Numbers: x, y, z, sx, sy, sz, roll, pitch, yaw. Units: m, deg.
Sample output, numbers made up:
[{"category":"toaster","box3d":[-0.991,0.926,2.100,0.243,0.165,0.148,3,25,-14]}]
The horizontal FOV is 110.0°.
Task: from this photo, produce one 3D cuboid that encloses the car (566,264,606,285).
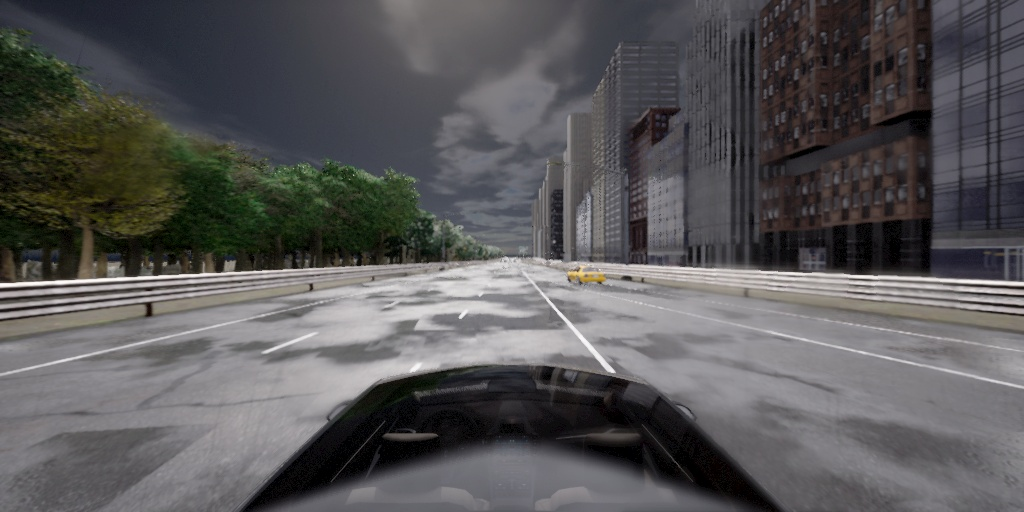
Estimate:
[{"category":"car","box3d":[5.733,1.443,28.519,1.801,1.575,5.366,0,-1,-7]}]
